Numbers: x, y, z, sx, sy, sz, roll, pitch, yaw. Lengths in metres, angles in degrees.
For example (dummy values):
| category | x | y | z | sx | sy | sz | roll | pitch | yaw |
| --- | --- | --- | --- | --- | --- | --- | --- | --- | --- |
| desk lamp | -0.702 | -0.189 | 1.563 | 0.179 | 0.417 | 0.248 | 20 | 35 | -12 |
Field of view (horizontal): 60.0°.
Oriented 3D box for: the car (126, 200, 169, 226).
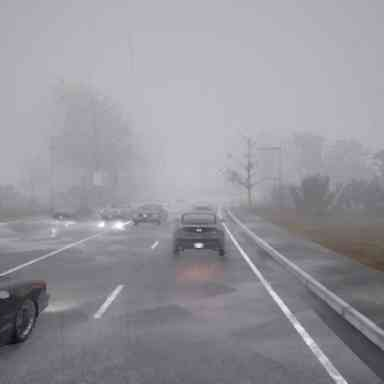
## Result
| category | x | y | z | sx | sy | sz | roll | pitch | yaw |
| --- | --- | --- | --- | --- | --- | --- | --- | --- | --- |
| car | -2.876 | 1.563 | 23.688 | 2.033 | 1.411 | 5.357 | 0 | 0 | 3 |

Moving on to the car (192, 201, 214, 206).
| category | x | y | z | sx | sy | sz | roll | pitch | yaw |
| --- | --- | --- | --- | --- | --- | --- | --- | --- | --- |
| car | 0.939 | 1.548 | 29.568 | 1.812 | 1.442 | 4.674 | 0 | 0 | 3 |

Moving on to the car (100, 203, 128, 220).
| category | x | y | z | sx | sy | sz | roll | pitch | yaw |
| --- | --- | --- | --- | --- | --- | --- | --- | --- | --- |
| car | -6.331 | 1.618 | 28.533 | 1.895 | 1.301 | 4.718 | 0 | 0 | 3 |

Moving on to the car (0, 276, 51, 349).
| category | x | y | z | sx | sy | sz | roll | pitch | yaw |
| --- | --- | --- | --- | --- | --- | --- | --- | --- | --- |
| car | -3.392 | 1.549 | 3.331 | 2.033 | 1.411 | 5.357 | 0 | 0 | 1 |

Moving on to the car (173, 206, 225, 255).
| category | x | y | z | sx | sy | sz | roll | pitch | yaw |
| --- | --- | --- | --- | --- | --- | --- | --- | --- | --- |
| car | 0.283 | 1.515 | 13.369 | 1.837 | 1.490 | 4.892 | 0 | 0 | 1 |

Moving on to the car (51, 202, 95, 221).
| category | x | y | z | sx | sy | sz | roll | pitch | yaw |
| --- | --- | --- | --- | --- | --- | --- | --- | --- | --- |
| car | -9.864 | 1.563 | 28.086 | 2.033 | 1.411 | 5.357 | 0 | 0 | 3 |

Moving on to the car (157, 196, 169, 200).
| category | x | y | z | sx | sy | sz | roll | pitch | yaw |
| --- | --- | --- | --- | --- | --- | --- | --- | --- | --- |
| car | -6.009 | 1.571 | 68.611 | 1.812 | 1.442 | 4.674 | 0 | 0 | 7 |

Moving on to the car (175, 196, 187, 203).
| category | x | y | z | sx | sy | sz | roll | pitch | yaw |
| --- | --- | --- | --- | --- | --- | --- | --- | --- | --- |
| car | -2.315 | 1.587 | 69.794 | 2.033 | 1.411 | 5.357 | 0 | 0 | 8 |
